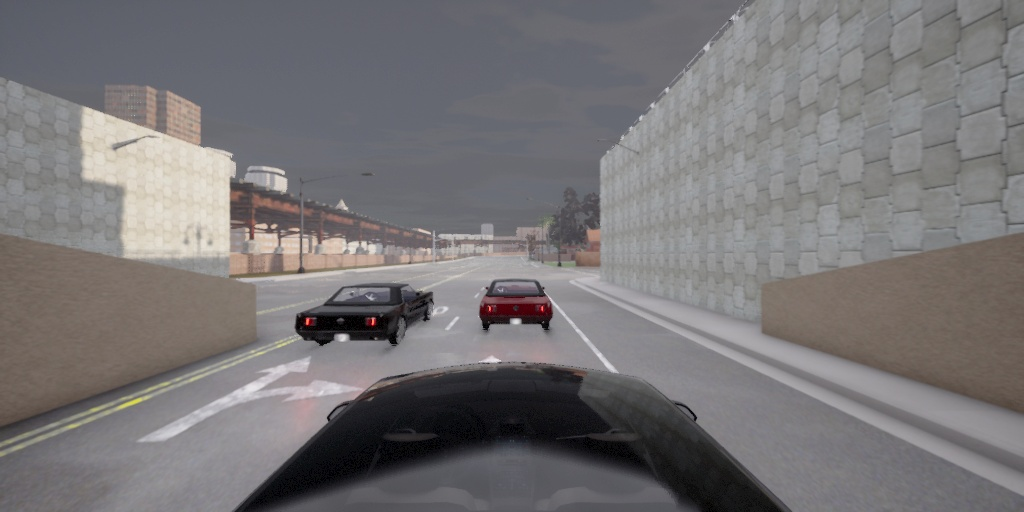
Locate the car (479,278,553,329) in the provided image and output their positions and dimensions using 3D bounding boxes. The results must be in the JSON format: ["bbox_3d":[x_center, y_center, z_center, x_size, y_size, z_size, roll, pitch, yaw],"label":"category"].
[{"bbox_3d":[0.101,1.339,11.132,1.895,1.301,4.718,0,0,0],"label":"car"}]

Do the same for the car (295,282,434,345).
[{"bbox_3d":[-3.399,1.341,9.408,1.895,1.301,4.718,0,0,0],"label":"car"}]
